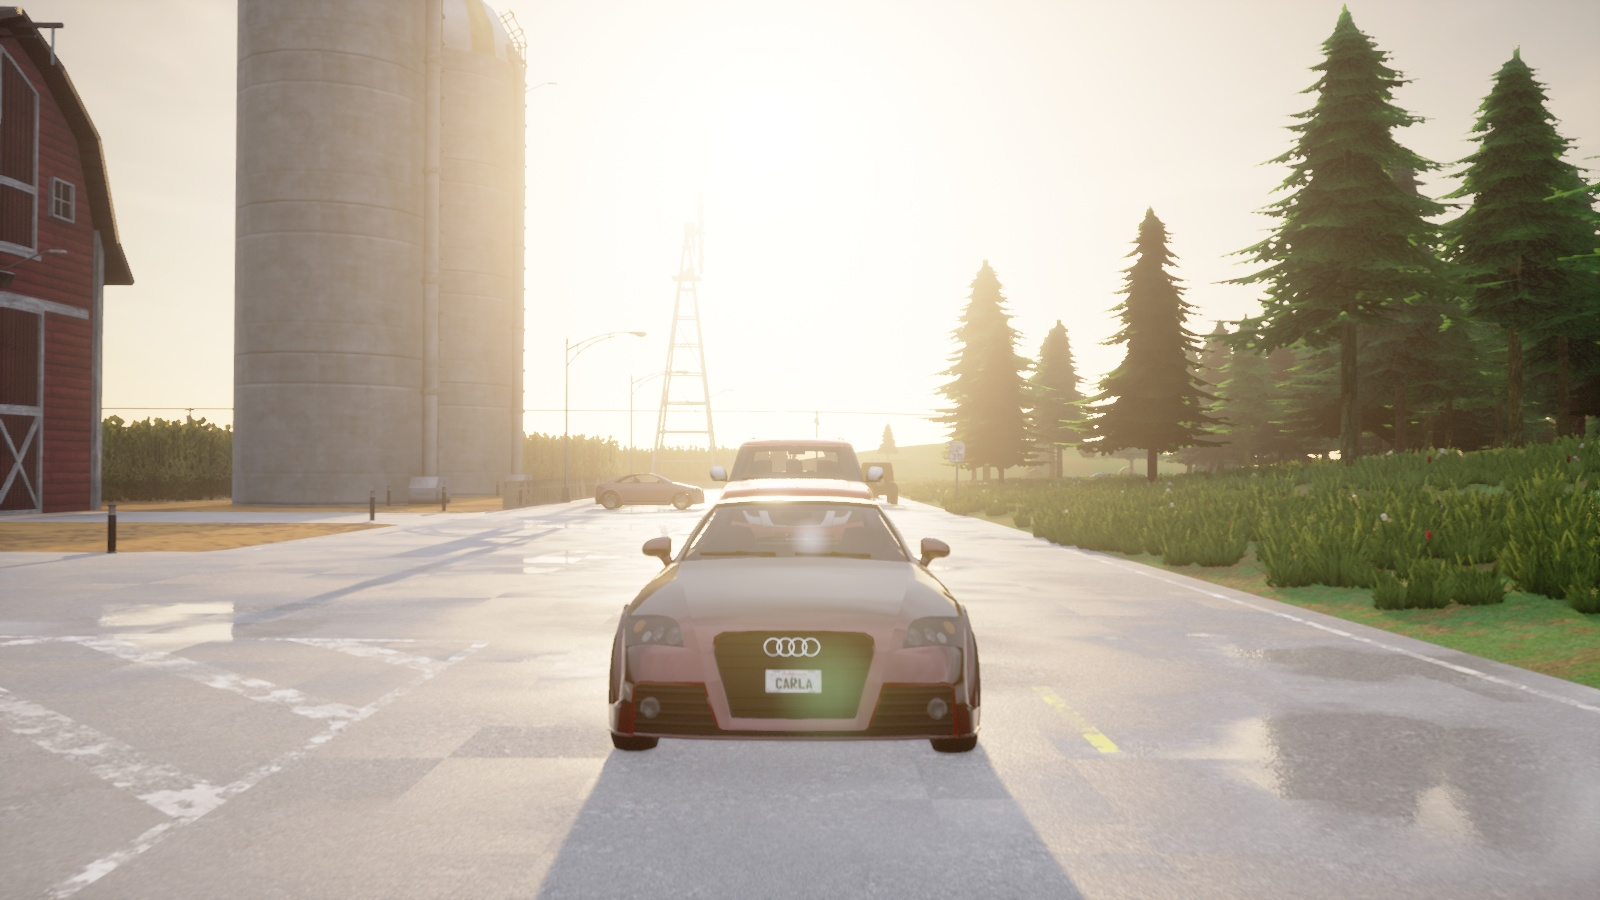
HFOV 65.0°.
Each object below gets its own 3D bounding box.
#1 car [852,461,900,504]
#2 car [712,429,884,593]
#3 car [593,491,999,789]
[{"bbox_3d":[3.363,1.442,56.380,1.905,1.878,3.866,0,-1,0],"label":"car"},{"bbox_3d":[-0.048,0.809,18.514,2.150,2.045,5.566,0,-1,0],"label":"car"},{"bbox_3d":[-0.017,1.000,8.271,1.994,1.385,4.181,0,-1,0],"label":"car"}]
